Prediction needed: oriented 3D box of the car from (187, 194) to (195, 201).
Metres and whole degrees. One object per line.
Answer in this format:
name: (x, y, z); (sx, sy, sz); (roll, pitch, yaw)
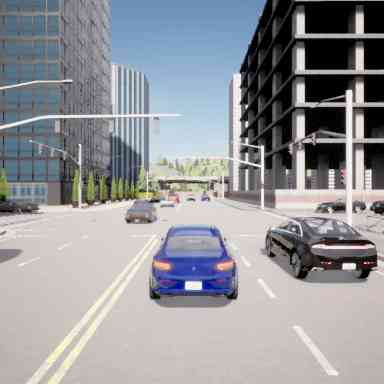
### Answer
car: (-0.168, 1.339, 86.954); (2.097, 1.767, 4.553); (0, 0, 0)

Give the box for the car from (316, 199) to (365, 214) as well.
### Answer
car: (15.516, 1.436, 34.631); (4.902, 1.511, 2.128); (0, 0, 0)

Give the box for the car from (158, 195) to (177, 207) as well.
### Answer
car: (-3.694, 1.601, 50.352); (1.895, 1.301, 4.718); (0, 0, 0)

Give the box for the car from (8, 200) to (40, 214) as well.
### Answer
car: (-18.182, 1.492, 33.483); (5.357, 1.411, 2.033); (0, 0, 8)

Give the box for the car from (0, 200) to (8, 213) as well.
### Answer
car: (-7.115, 1.221, 7.969); (2.150, 2.045, 5.566); (0, 0, 0)

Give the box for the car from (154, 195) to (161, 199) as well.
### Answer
car: (-7.166, 1.601, 65.360); (1.895, 1.301, 4.718); (0, 0, 0)

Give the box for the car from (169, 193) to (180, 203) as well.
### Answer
car: (-3.656, 1.221, 66.830); (2.150, 2.045, 5.566); (0, 0, 0)

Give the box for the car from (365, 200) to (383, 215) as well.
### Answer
car: (19.762, 1.166, 31.142); (5.566, 2.045, 2.150); (0, 0, 0)

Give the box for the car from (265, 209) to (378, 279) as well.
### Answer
car: (3.560, 1.492, 10.038); (2.128, 1.511, 4.902); (0, 0, -1)

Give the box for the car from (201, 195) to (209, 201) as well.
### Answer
car: (3.332, 1.483, 86.991); (1.837, 1.490, 4.892); (0, 0, 0)

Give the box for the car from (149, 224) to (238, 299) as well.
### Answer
car: (0.044, 1.526, 8.314); (1.812, 1.442, 4.674); (0, 0, 0)

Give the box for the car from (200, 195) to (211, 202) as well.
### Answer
car: (3.349, 1.522, 77.916); (1.812, 1.442, 4.674); (0, 0, 0)

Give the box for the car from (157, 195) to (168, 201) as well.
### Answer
car: (-7.157, 1.526, 80.878); (2.033, 1.411, 5.357); (0, 0, 0)

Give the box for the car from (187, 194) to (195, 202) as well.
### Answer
car: (-0.152, 1.593, 78.251); (1.895, 1.301, 4.718); (0, 0, 0)

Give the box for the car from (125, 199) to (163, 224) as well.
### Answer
car: (-3.645, 1.519, 24.784); (2.033, 1.411, 5.357); (0, 0, 0)

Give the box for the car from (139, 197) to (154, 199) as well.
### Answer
car: (-7.189, 1.562, 48.235); (1.994, 1.385, 4.181); (0, 0, 0)
